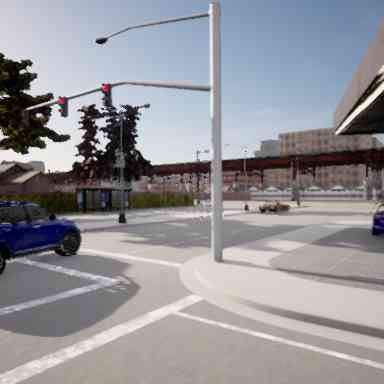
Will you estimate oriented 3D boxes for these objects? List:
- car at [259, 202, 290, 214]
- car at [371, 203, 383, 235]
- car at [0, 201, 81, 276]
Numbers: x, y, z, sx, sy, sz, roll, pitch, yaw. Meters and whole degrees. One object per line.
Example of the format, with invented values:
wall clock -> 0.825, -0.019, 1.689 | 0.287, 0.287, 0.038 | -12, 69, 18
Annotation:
car -> 9.359, 1.717, 37.337 | 1.895, 1.301, 4.718 | -1, 0, 36
car -> 10.585, 1.304, 16.920 | 2.242, 1.667, 4.611 | -1, 0, 37
car -> -5.851, 1.310, 10.525 | 2.150, 2.045, 5.566 | -2, -1, 15
